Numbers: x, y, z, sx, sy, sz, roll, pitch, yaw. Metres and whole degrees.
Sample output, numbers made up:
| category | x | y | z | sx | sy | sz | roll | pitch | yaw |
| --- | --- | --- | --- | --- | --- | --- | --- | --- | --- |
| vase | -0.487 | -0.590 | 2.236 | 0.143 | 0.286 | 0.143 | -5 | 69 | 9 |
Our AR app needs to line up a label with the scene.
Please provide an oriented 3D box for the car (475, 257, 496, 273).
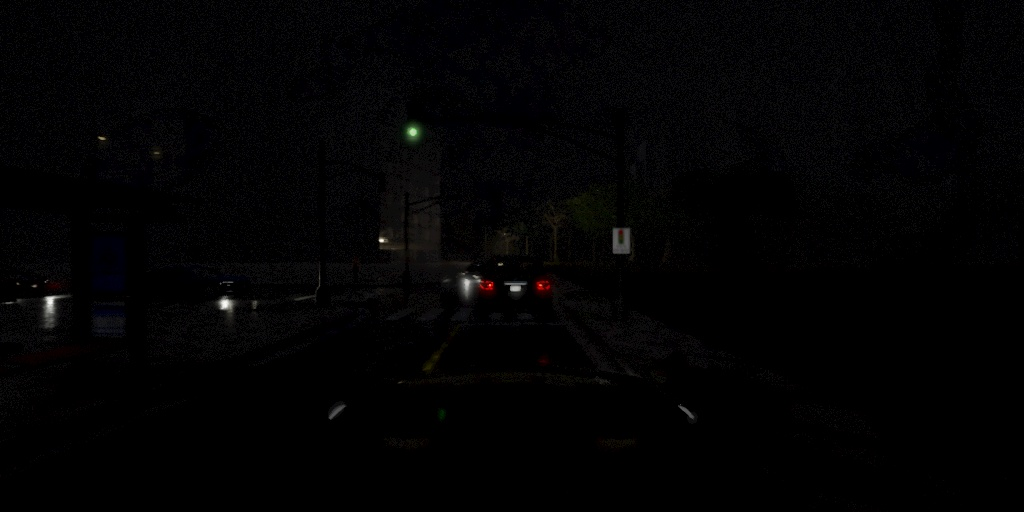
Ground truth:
| category | x | y | z | sx | sy | sz | roll | pitch | yaw |
| --- | --- | --- | --- | --- | --- | --- | --- | --- | --- |
| car | -3.104 | 1.073 | 42.412 | 2.097 | 1.767 | 4.553 | 0 | 0 | 0 |

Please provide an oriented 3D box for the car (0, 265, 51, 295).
| category | x | y | z | sx | sy | sz | roll | pitch | yaw |
| --- | --- | --- | --- | --- | --- | --- | --- | --- | --- |
| car | -25.361 | 1.191 | 17.265 | 4.892 | 1.490 | 1.837 | 0 | 0 | 1 |

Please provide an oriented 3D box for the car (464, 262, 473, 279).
| category | x | y | z | sx | sy | sz | roll | pitch | yaw |
| --- | --- | --- | --- | --- | --- | --- | --- | --- | --- |
| car | -3.111 | 1.278 | 32.544 | 2.033 | 1.411 | 5.357 | 0 | 0 | 0 |

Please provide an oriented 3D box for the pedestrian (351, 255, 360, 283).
| category | x | y | z | sx | sy | sz | roll | pitch | yaw |
| --- | --- | --- | --- | --- | --- | --- | --- | --- | --- |
| pedestrian | -10.093 | 0.822 | 23.118 | 0.375 | 1.860 | 0.375 | 0 | 0 | 1 |

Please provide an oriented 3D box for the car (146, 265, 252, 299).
| category | x | y | z | sx | sy | sz | roll | pitch | yaw |
| --- | --- | --- | --- | --- | --- | --- | --- | --- | --- |
| car | -15.174 | 1.193 | 17.014 | 5.008 | 1.535 | 1.882 | 0 | 0 | 0 |

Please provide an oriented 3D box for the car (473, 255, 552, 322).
| category | x | y | z | sx | sy | sz | roll | pitch | yaw |
| --- | --- | --- | --- | --- | --- | --- | --- | --- | --- |
| car | 0.095 | 0.969 | 12.390 | 2.150 | 2.045 | 5.566 | 0 | 0 | 0 |
